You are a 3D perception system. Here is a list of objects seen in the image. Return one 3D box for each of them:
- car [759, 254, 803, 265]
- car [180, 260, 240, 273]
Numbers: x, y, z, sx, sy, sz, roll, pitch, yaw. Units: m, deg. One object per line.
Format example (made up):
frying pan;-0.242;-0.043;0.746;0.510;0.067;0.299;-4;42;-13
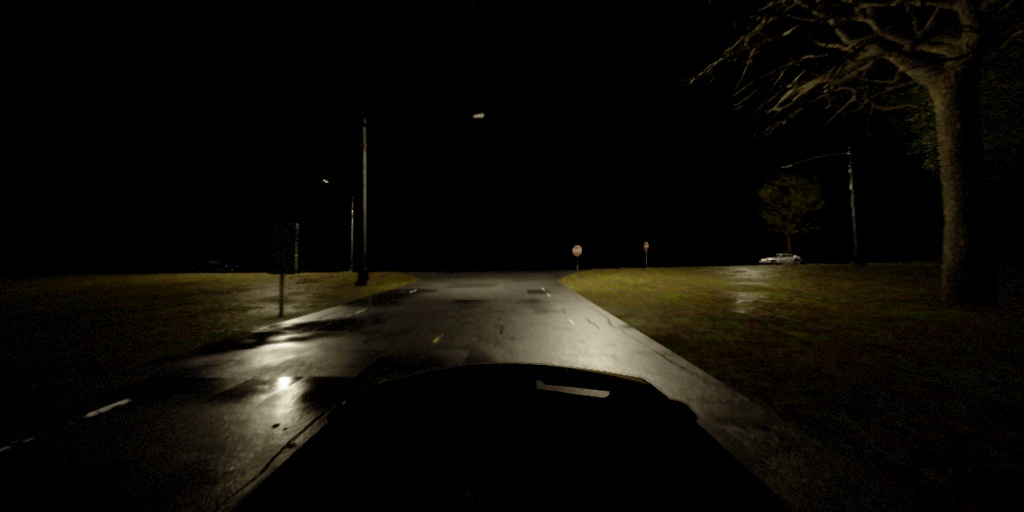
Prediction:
car;32.620;0.449;43.576;4.674;1.442;1.812;-2;-3;-1
car;-30.349;1.090;36.179;4.718;1.301;1.895;-1;-3;1
